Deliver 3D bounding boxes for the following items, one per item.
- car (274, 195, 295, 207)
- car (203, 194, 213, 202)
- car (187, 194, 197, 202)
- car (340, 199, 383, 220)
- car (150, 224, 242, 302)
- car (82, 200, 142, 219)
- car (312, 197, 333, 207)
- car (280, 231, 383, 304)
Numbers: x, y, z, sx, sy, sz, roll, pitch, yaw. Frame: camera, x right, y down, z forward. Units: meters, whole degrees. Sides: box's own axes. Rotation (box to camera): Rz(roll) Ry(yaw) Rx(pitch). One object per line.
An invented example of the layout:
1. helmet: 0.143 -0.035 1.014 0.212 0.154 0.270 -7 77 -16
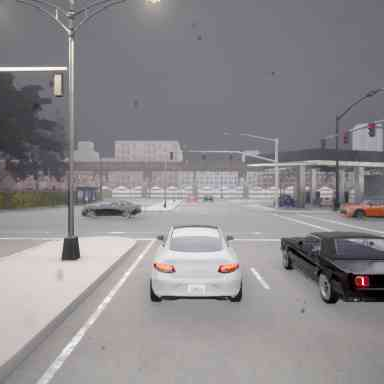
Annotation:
1. car: 13.222 1.262 47.651 2.242 1.667 4.611 0 0 0
2. car: 3.516 1.257 72.298 2.097 1.767 4.553 0 0 0
3. car: 0.016 1.250 72.299 2.097 1.767 4.553 0 0 0
4. car: 14.721 1.349 27.501 4.553 1.767 2.097 0 0 -1
5. car: 0.084 1.517 8.112 1.812 1.442 4.674 0 0 0
6. car: -6.602 1.442 27.587 4.902 1.511 2.128 0 0 1
7. car: 18.967 1.435 48.413 1.970 1.475 3.806 0 0 0
8. car: 3.589 1.599 8.095 1.895 1.301 4.718 0 0 0
